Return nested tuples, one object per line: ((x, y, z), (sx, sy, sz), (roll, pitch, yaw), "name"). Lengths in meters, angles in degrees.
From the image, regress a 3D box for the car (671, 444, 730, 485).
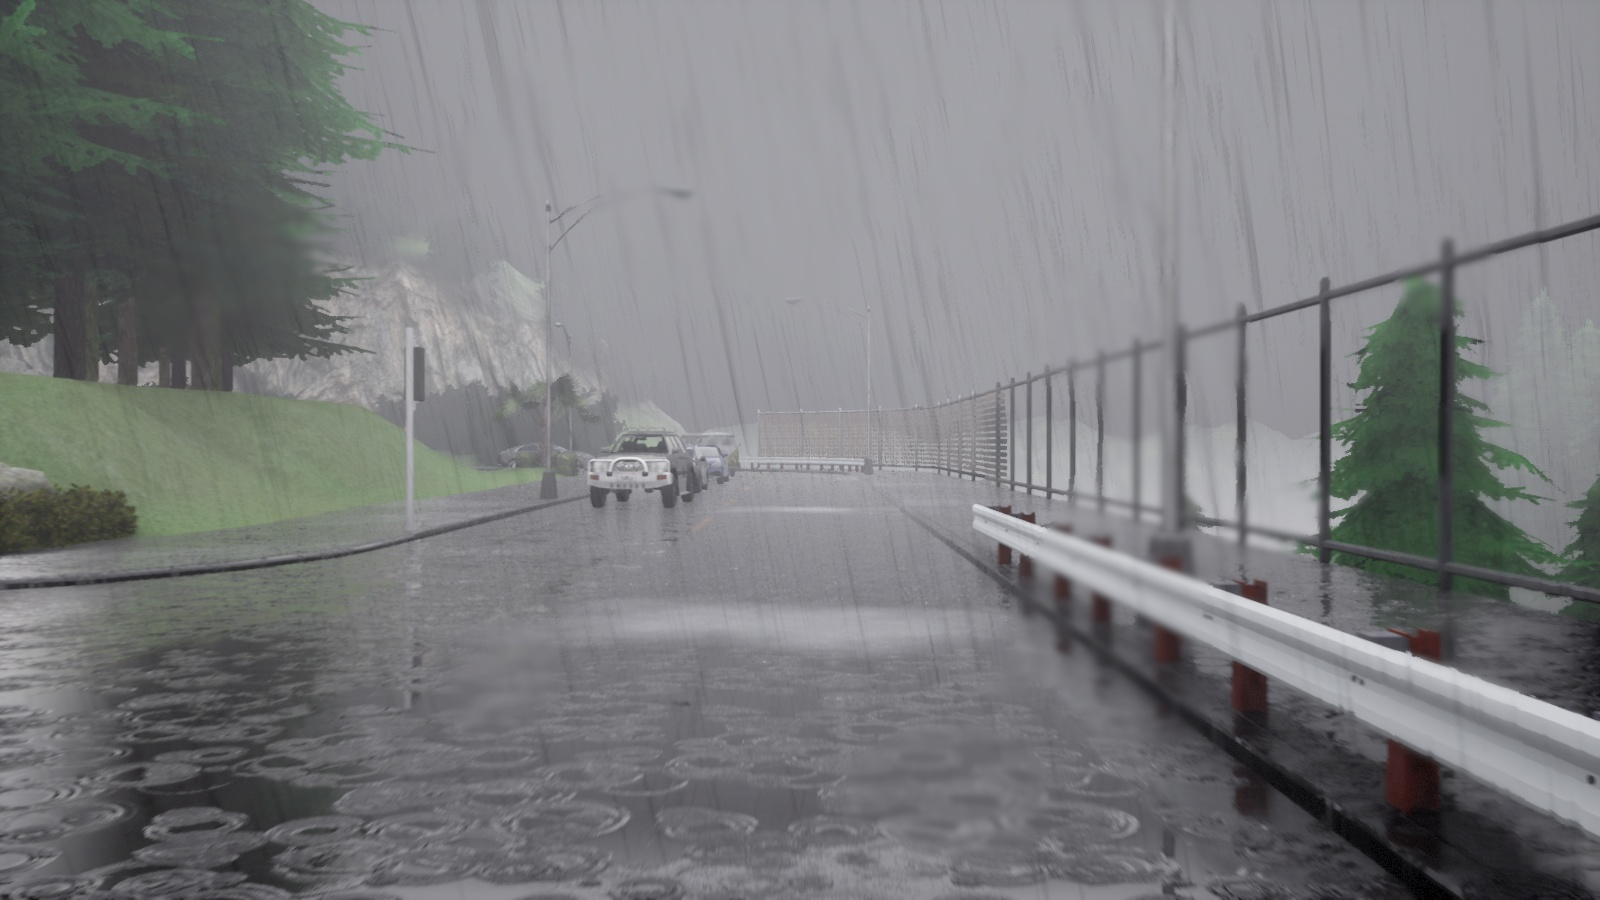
((-3.673, 0.503, 47.066), (1.812, 1.442, 4.674), (0, 0, 1), "car")

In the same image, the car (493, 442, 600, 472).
((-12.619, 0.339, 62.643), (4.902, 1.511, 2.128), (0, 0, 0), "car")

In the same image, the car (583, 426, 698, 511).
((-3.705, 0.391, 29.962), (1.932, 1.855, 4.605), (0, 0, 3), "car")

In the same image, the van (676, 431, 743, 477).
((-4.132, 0.177, 56.639), (1.775, 1.987, 4.442), (0, 0, -21), "van")

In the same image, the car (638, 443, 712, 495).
((-3.749, 0.541, 38.199), (1.845, 1.501, 3.633), (0, 0, 0), "car")
